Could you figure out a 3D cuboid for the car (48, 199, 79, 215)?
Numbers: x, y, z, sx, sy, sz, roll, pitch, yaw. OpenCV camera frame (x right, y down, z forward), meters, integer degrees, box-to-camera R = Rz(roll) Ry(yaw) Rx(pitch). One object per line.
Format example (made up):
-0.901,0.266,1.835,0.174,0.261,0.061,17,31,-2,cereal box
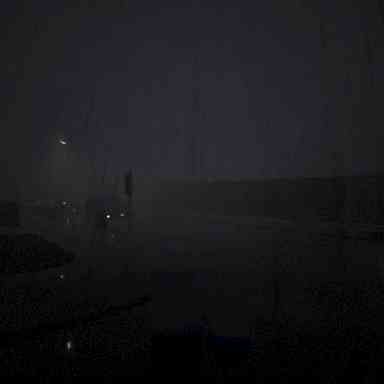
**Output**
-12.730,1.492,33.960,2.128,1.511,4.902,0,0,-35,car

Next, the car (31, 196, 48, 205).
-19.908,1.351,44.097,2.097,1.767,4.553,0,0,-35,car

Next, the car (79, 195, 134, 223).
-6.380,1.221,25.048,2.150,2.045,5.566,0,0,-36,car
